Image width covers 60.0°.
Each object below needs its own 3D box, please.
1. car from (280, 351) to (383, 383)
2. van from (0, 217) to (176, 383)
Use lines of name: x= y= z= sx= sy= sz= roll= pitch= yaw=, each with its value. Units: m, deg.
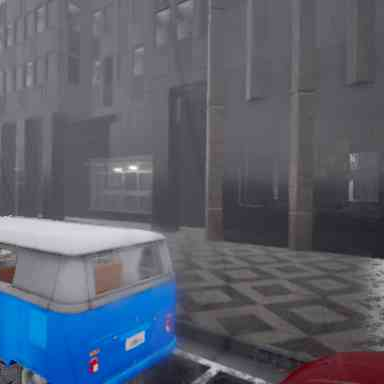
car: x=2.479 y=1.555 z=1.303 sx=4.507 sy=1.381 sz=1.887 roll=1 pitch=1 yaw=36
van: x=-2.100 y=1.308 z=4.567 sx=3.998 sy=1.788 sz=1.690 roll=1 pitch=1 yaw=36
